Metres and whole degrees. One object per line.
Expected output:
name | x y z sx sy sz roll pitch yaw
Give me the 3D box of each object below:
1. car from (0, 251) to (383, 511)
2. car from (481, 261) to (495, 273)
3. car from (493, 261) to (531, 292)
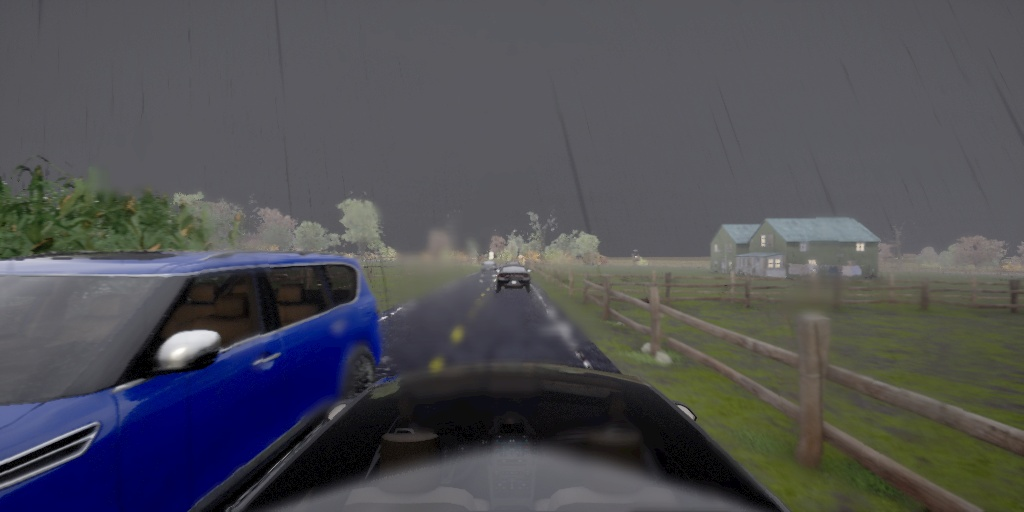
car | -2.851 0.971 2.764 2.150 2.045 5.566 0 0 0
car | -2.822 1.291 44.760 1.812 1.442 4.674 0 0 0
car | 0.107 1.229 21.104 1.882 1.535 5.008 0 0 0
